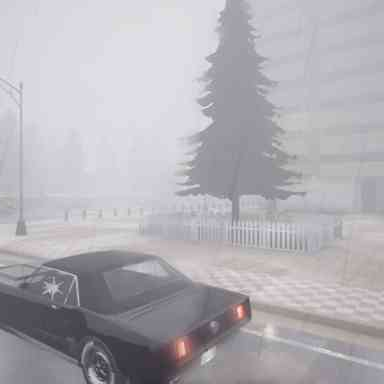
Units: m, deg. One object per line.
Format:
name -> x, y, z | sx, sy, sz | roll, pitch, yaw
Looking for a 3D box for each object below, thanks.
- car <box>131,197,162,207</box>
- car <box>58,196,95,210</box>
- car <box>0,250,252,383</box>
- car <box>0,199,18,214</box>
car -> -7.097, 1.546, 52.497 | 2.033, 1.411, 5.357 | 0, 0, 36
car -> -14.600, 1.352, 42.104 | 2.097, 1.767, 4.553 | 0, 0, 36
car -> -1.606, 1.601, 5.153 | 4.718, 1.301, 1.895 | 0, 0, 36
car -> -20.495, 1.478, 33.927 | 1.882, 1.535, 5.008 | 0, 0, 36
